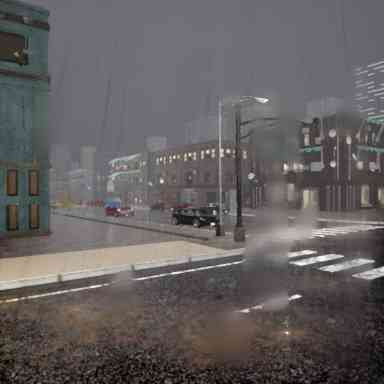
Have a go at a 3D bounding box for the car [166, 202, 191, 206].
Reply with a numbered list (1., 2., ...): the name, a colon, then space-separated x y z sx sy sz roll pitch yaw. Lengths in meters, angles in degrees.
1. car: -0.945 1.903 40.377 1.802 1.307 4.206 -2 0 -35

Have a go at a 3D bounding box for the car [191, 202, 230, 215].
1. car: 2.252 1.809 35.859 2.008 1.369 4.403 -2 0 -35

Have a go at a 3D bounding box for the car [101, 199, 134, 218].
1. car: -7.787 1.846 35.533 1.967 1.590 4.097 -1 0 -35

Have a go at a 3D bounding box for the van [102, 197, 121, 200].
1. van: -13.743 1.906 58.447 1.690 1.788 3.998 -1 0 -35

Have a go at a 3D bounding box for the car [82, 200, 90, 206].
1. car: -20.134 2.227 67.483 1.887 1.381 4.507 -1 0 -35

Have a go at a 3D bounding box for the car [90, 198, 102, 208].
1. car: -16.942 1.939 62.965 2.192 1.841 5.009 -1 0 -35

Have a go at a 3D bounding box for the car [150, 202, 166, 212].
1. car: -4.142 1.966 44.894 1.802 1.307 4.206 -1 0 -35

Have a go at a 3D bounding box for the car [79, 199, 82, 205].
1. car: -26.530 2.364 76.519 1.947 1.339 4.313 -1 0 -35

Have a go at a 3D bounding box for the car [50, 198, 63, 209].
1. car: -23.677 2.232 57.983 1.752 1.417 4.829 -1 0 -35

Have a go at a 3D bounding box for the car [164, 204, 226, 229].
1. car: 0.134 1.814 24.137 1.947 1.339 4.313 -1 0 -35
